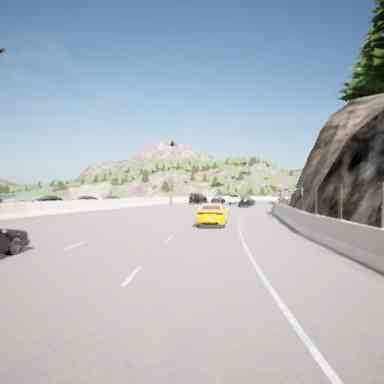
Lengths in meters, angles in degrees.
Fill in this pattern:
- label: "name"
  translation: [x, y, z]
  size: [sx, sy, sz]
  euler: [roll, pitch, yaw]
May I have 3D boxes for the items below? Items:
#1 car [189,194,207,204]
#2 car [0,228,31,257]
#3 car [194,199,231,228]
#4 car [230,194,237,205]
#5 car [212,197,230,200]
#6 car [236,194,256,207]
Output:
- label: "car"
  translation: [1.240, 1.315, 64.064]
  size: [2.150, 2.045, 5.566]
  euler: [0, 0, 22]
- label: "car"
  translation: [-6.963, 1.455, 9.653]
  size: [2.033, 1.411, 5.357]
  euler: [1, 0, 5]
- label: "car"
  translation: [1.451, 1.526, 22.989]
  size: [1.882, 1.535, 5.008]
  euler: [0, 0, 8]
- label: "car"
  translation: [8.767, 1.426, 64.033]
  size: [2.150, 2.045, 5.566]
  euler: [0, 0, 23]
- label: "car"
  translation: [5.074, 1.642, 63.926]
  size: [2.128, 1.511, 4.902]
  euler: [1, 0, 22]
- label: "car"
  translation: [9.217, 1.553, 55.079]
  size: [2.097, 1.767, 4.553]
  euler: [1, 0, 20]
